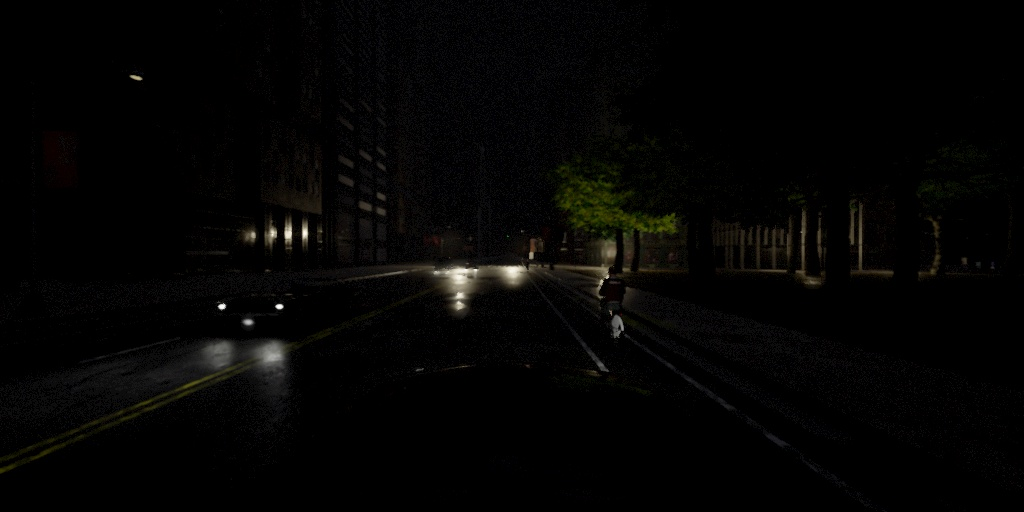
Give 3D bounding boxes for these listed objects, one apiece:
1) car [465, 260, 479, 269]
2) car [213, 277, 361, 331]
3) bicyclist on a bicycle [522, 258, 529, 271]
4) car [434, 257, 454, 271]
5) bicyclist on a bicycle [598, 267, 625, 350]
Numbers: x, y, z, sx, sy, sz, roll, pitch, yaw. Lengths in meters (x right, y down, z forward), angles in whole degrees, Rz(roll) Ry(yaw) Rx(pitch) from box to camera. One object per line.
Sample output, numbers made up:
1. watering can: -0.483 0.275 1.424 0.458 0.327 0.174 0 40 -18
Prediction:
1. car: -6.502 1.413 58.881 1.837 1.490 4.892 0 -1 0
2. car: -6.601 1.363 11.202 1.895 1.301 4.718 0 0 0
3. bicyclist on a bicycle: 2.177 1.303 50.811 0.866 1.612 1.509 0 0 1
4. car: -9.811 1.096 52.173 2.150 2.045 5.566 0 -1 0
5. bicyclist on a bicycle: 2.250 1.130 8.225 0.659 1.776 1.843 0 0 0
